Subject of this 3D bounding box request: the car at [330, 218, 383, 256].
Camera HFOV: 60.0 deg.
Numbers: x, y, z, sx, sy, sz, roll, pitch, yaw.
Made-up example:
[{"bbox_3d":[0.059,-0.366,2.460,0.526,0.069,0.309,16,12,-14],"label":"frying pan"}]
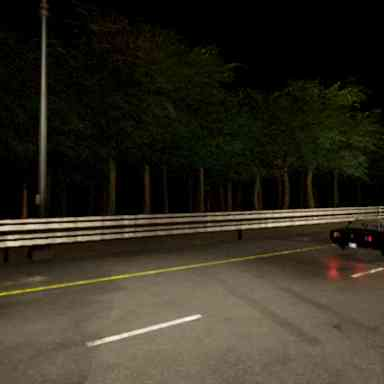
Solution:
[{"bbox_3d":[7.843,1.731,13.760,4.718,1.301,1.895,1,0,-36],"label":"car"}]
